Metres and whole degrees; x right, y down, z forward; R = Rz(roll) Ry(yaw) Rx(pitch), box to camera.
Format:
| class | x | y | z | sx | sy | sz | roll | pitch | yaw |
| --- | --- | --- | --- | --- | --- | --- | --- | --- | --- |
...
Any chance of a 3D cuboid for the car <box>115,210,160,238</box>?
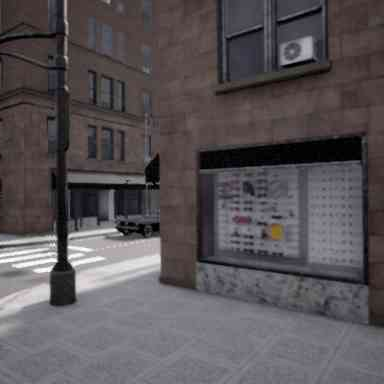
| class | x | y | z | sx | sy | sz | roll | pitch | yaw |
| --- | --- | --- | --- | --- | --- | --- | --- | --- | --- |
| car | -1.980 | 1.690 | 18.674 | 1.895 | 1.301 | 4.718 | -1 | 0 | 38 |
